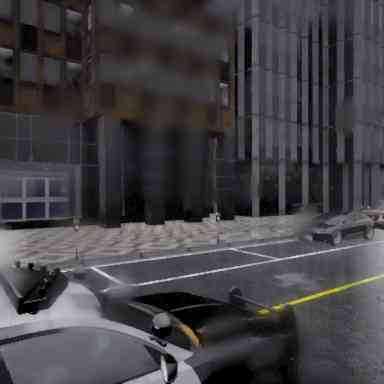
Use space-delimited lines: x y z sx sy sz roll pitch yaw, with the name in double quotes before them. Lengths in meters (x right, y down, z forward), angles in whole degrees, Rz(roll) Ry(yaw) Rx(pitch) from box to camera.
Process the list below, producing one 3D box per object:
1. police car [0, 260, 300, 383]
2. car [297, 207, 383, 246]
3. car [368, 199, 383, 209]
"police car" -1.152 1.425 2.612 5.238 1.638 1.930 0 0 -35
"car" 6.687 1.565 15.285 4.313 1.339 1.947 0 0 -35
"car" 11.275 1.314 18.559 5.009 1.841 2.192 0 0 -35
